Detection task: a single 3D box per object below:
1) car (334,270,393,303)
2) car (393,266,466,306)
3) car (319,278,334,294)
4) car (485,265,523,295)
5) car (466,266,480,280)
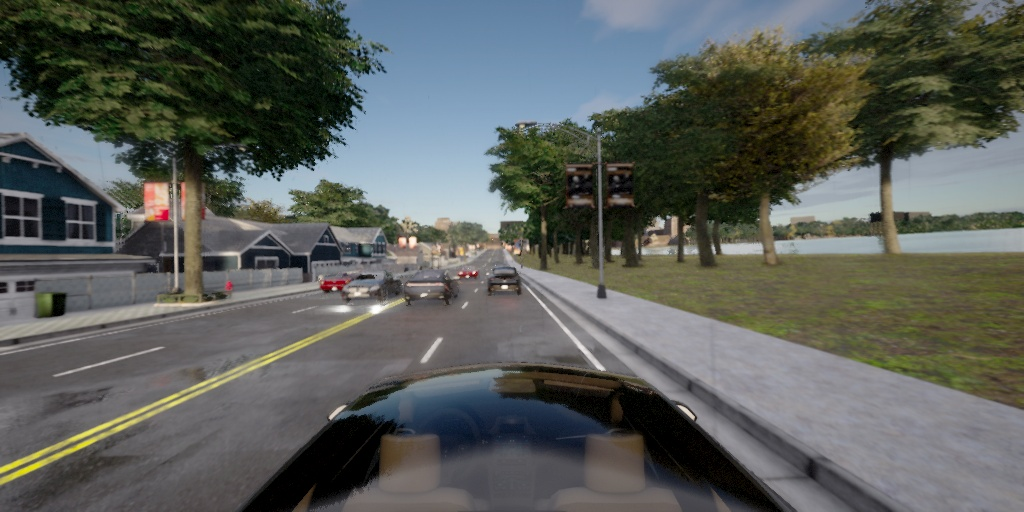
[{"bbox_3d":[-7.060,1.470,18.525,1.812,1.442,4.674,-1,0,-2],"label":"car"},{"bbox_3d":[-3.554,1.360,16.517,2.128,1.511,4.902,-1,0,-2],"label":"car"},{"bbox_3d":[-10.472,1.643,23.208,1.895,1.301,4.718,-1,0,-2],"label":"car"},{"bbox_3d":[-0.448,1.349,20.680,1.837,1.490,4.892,-1,0,-2],"label":"car"},{"bbox_3d":[-4.171,1.631,35.352,1.895,1.301,4.718,-1,-1,-2],"label":"car"}]
